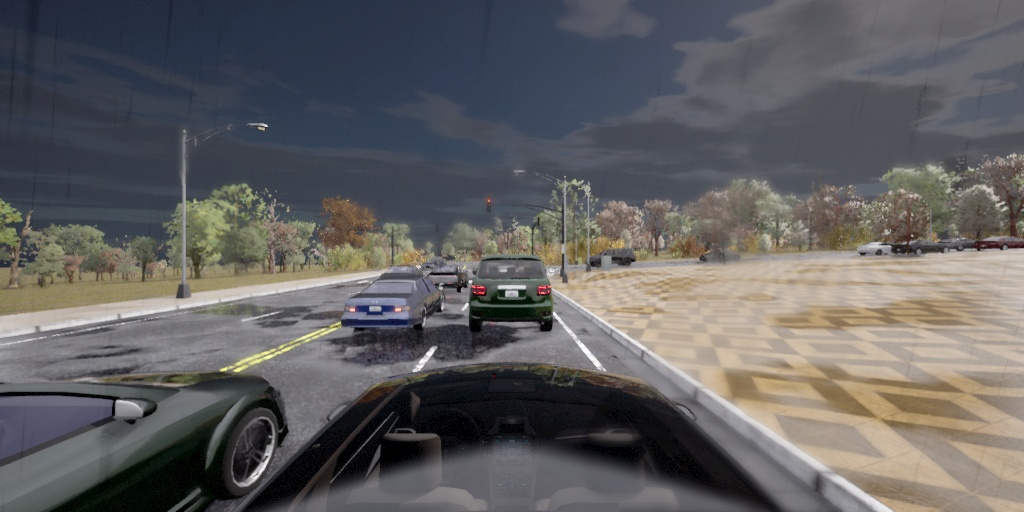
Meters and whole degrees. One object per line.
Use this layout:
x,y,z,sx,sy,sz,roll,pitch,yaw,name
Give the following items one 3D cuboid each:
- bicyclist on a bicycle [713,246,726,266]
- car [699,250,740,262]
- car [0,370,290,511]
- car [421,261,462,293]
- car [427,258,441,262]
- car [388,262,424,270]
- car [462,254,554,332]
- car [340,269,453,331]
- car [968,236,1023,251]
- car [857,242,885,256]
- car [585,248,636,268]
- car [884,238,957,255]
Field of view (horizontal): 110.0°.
17.399,-0.005,30.124,0.582,1.620,1.656,-2,0,-3,bicyclist on a bicycle
23.969,-0.035,41.446,4.181,1.385,1.994,-3,0,-4,car
-3.172,1.314,1.800,1.994,1.385,4.181,0,0,0,car
-3.624,1.251,20.769,2.128,1.511,4.902,0,0,0,car
-12.545,1.388,54.750,1.994,1.385,4.181,0,0,-5,car
-7.054,1.308,23.047,2.033,1.411,5.357,0,0,-2,car
-0.062,0.974,11.020,2.150,2.045,5.566,0,0,-1,car
-3.311,1.300,11.022,2.033,1.411,5.357,0,0,-1,car
51.156,-1.327,37.364,5.008,1.535,1.882,-3,0,-7,car
40.575,-0.816,39.430,4.674,1.442,1.812,-3,0,-6,car
11.183,0.207,40.725,5.566,2.045,2.150,-3,0,-3,car
41.237,-0.889,36.231,5.008,1.535,1.882,-3,0,-5,car
